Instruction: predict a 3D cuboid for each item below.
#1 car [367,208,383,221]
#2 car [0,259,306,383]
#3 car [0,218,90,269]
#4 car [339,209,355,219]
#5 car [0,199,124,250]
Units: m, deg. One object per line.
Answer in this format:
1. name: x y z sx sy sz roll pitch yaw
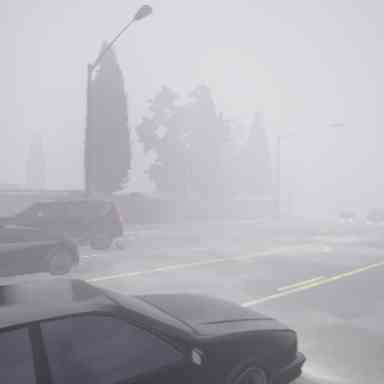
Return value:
1. car: 23.159 2.763 41.679 2.097 1.767 4.553 0 -2 26
2. car: -1.323 1.565 2.884 5.357 1.411 2.033 0 0 -36
3. car: -5.253 1.611 9.008 4.181 1.385 1.994 0 0 -37
4. car: 21.715 3.118 46.738 1.994 1.385 4.181 0 -2 22
5. car: -5.447 1.300 13.181 5.566 2.045 2.150 1 -1 -38
